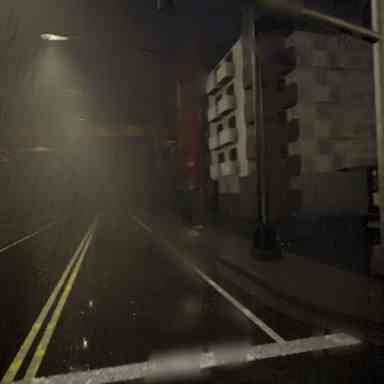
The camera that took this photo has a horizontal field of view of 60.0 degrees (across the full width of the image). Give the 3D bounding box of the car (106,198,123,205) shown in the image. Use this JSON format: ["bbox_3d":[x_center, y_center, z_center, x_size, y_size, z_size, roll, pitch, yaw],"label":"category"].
[{"bbox_3d":[-16.070,1.929,69.131,1.853,1.218,4.536,-3,0,-34],"label":"car"}]

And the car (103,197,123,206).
[{"bbox_3d":[-16.033,2.085,69.088,2.038,1.542,4.974,-3,0,-34],"label":"car"}]

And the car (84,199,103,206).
[{"bbox_3d":[-20.138,2.117,68.431,1.853,1.218,4.536,-3,0,11],"label":"car"}]

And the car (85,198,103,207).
[{"bbox_3d":[-20.140,2.275,68.380,2.038,1.542,4.974,-3,0,11],"label":"car"}]
